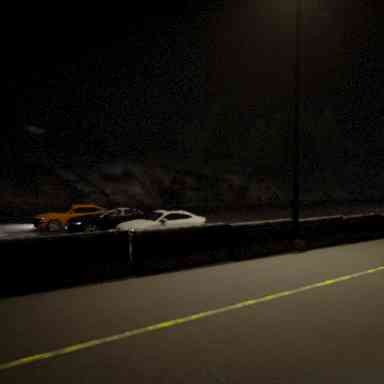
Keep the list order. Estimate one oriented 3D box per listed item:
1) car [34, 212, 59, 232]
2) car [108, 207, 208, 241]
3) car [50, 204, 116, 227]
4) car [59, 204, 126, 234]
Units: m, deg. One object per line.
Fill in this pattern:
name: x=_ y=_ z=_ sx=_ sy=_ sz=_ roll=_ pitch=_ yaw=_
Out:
car: x=-6.972 y=1.522 z=20.437 sx=5.008 sy=1.535 sz=1.882 roll=1 pitch=0 yaw=-35
car: x=-1.306 y=1.585 z=15.837 sx=4.674 sy=1.442 sz=1.812 roll=0 pitch=0 yaw=-36
car: x=-7.853 y=1.618 z=24.065 sx=4.181 sy=1.385 sz=1.994 roll=0 pitch=0 yaw=-36
car: x=-4.272 y=1.544 z=18.057 sx=4.902 sy=1.511 sz=2.128 roll=1 pitch=0 yaw=-35
